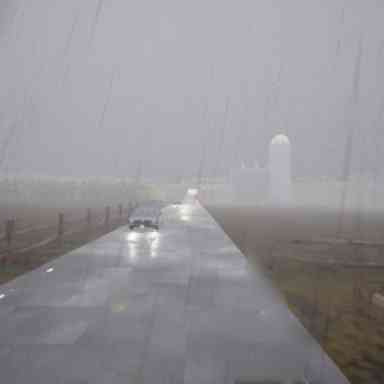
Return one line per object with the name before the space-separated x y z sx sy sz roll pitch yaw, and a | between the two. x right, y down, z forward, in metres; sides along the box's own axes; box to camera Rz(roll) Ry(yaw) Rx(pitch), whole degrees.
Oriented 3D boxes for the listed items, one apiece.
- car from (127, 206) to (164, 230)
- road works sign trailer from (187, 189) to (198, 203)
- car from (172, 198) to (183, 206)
car | -2.850 1.614 21.730 2.033 1.411 5.357 0 0 0
road works sign trailer | 0.188 1.006 83.520 2.380 3.560 2.880 0 -1 -4
car | -2.761 1.885 64.080 2.033 1.411 5.357 0 -1 0
